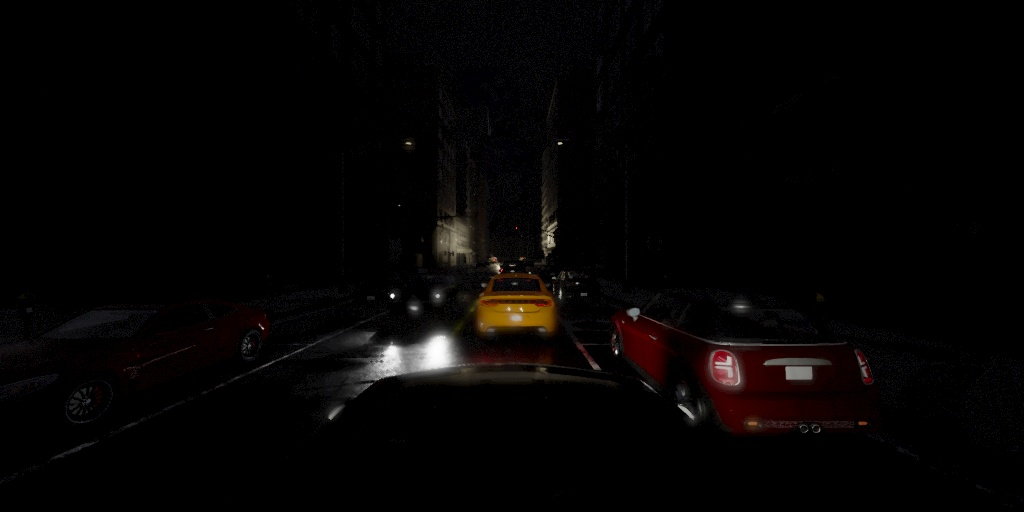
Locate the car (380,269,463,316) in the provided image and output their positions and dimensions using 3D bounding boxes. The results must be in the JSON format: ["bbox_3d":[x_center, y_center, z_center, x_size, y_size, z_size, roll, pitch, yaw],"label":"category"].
[{"bbox_3d":[-3.073,1.351,13.539,1.895,1.301,4.718,0,0,0],"label":"car"}]

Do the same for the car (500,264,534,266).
[{"bbox_3d":[0.131,1.315,19.385,1.994,1.385,4.181,0,0,0],"label":"car"}]

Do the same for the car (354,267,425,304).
[{"bbox_3d":[-5.643,1.317,16.527,1.948,1.339,4.313,0,0,0],"label":"car"}]

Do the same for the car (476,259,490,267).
[{"bbox_3d":[-5.525,1.375,64.632,1.802,1.307,4.207,0,0,0],"label":"car"}]

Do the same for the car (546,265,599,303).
[{"bbox_3d":[2.882,1.301,16.513,2.007,1.370,4.403,0,0,0],"label":"car"}]

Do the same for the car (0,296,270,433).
[{"bbox_3d":[-5.662,1.332,5.525,1.802,1.307,4.207,0,0,0],"label":"car"}]

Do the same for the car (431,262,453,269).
[{"bbox_3d":[-5.624,1.193,27.530,1.967,1.591,4.097,0,0,0],"label":"car"}]

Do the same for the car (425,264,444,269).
[{"bbox_3d":[-5.634,1.334,22.029,1.802,1.307,4.207,0,0,0],"label":"car"}]

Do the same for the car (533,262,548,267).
[{"bbox_3d":[2.901,1.319,27.515,1.948,1.339,4.313,0,0,0],"label":"car"}]

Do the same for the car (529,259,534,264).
[{"bbox_3d":[3.000,1.232,64.604,1.967,1.591,4.097,0,0,0],"label":"car"}]

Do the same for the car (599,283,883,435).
[{"bbox_3d":[2.863,1.190,5.510,1.967,1.591,4.097,0,0,0],"label":"car"}]

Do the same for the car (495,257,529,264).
[{"bbox_3d":[0.075,1.105,28.118,2.097,1.767,4.553,0,0,1],"label":"car"}]

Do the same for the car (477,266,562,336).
[{"bbox_3d":[0.112,1.228,10.397,1.882,1.535,5.008,0,0,0],"label":"car"}]
